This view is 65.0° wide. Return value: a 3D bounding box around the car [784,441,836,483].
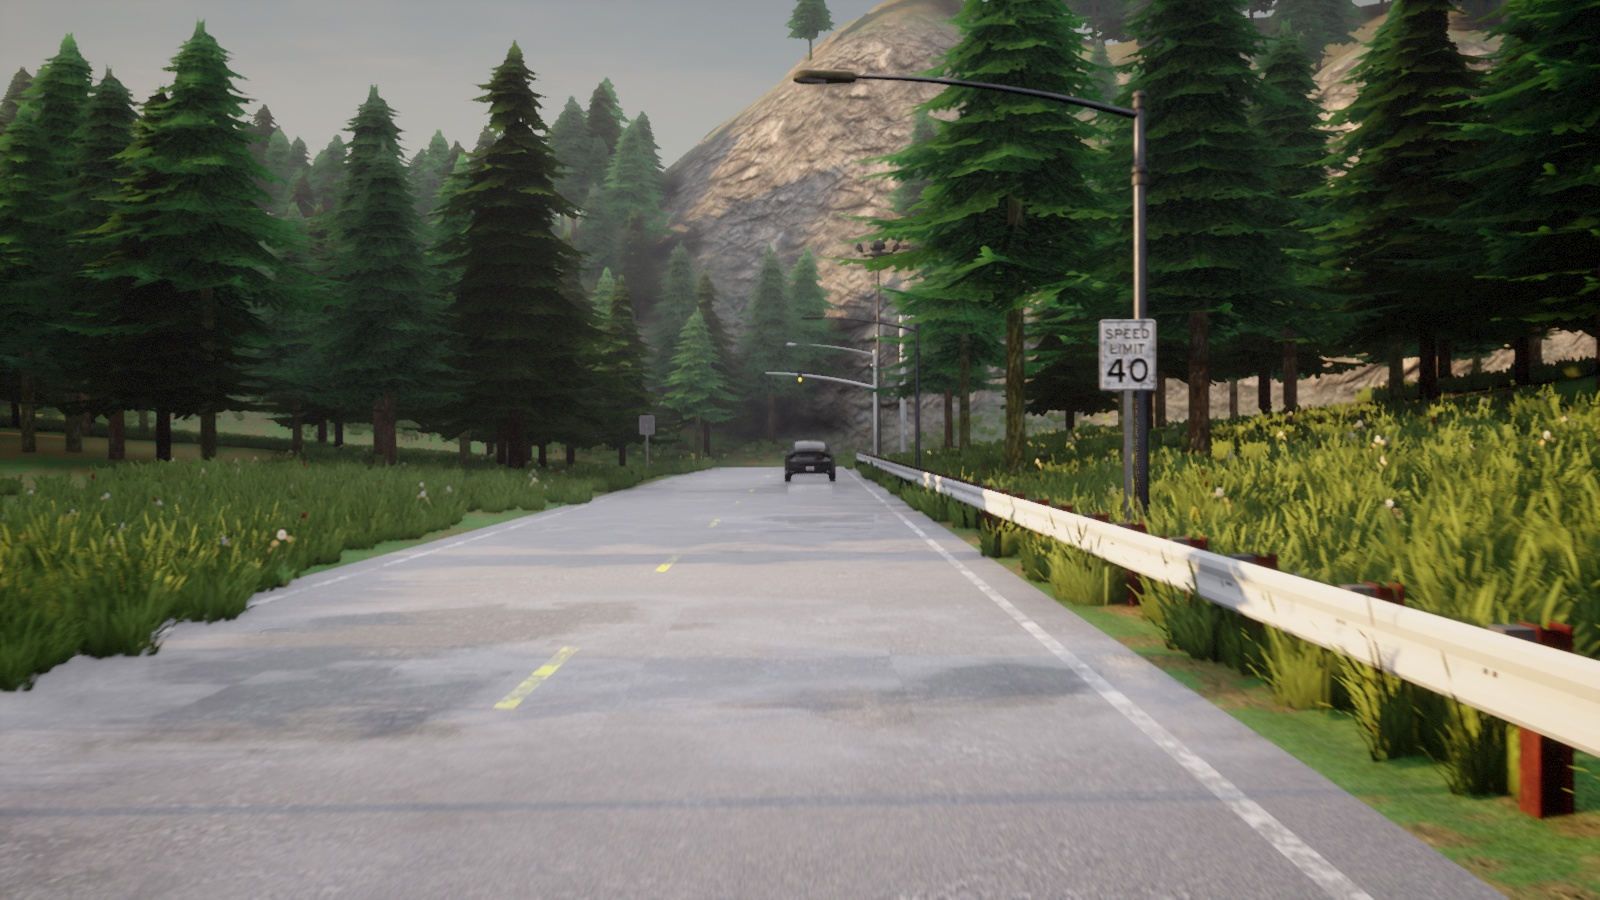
[{"bbox_3d":[0.376,0.406,46.807,1.837,1.490,4.892,0,0,0],"label":"car"}]
